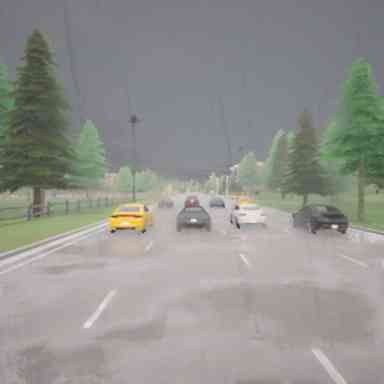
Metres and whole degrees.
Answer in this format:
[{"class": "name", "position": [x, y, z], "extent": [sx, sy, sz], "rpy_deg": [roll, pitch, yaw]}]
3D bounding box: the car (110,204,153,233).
[{"class": "car", "position": [-3.395, 1.444, 19.423], "extent": [1.882, 1.535, 5.008], "rpy_deg": [0, 0, 0]}]

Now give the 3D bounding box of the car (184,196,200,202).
[{"class": "car", "position": [0.031, 1.272, 45.706], "extent": [2.097, 1.767, 4.553], "rpy_deg": [0, 0, 0]}]

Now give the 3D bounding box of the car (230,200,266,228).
[{"class": "car", "position": [3.591, 1.488, 21.681], "extent": [1.812, 1.442, 4.674], "rpy_deg": [0, 0, 0]}]

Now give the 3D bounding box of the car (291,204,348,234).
[{"class": "car", "position": [7.104, 1.472, 18.962], "extent": [1.837, 1.490, 4.892], "rpy_deg": [0, 0, 0]}]

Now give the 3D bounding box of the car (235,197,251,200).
[{"class": "car", "position": [7.028, 1.399, 45.273], "extent": [1.882, 1.535, 5.008], "rpy_deg": [0, 0, 0]}]

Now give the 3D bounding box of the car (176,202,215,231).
[{"class": "car", "position": [0.104, 1.529, 20.165], "extent": [1.994, 1.385, 4.181], "rpy_deg": [0, 0, 0]}]

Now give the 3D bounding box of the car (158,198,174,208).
[{"class": "car", "position": [-3.475, 1.523, 45.311], "extent": [1.895, 1.301, 4.718], "rpy_deg": [0, 0, 0]}]

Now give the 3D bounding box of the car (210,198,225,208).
[{"class": "car", "position": [3.543, 1.483, 46.989], "extent": [1.994, 1.385, 4.181], "rpy_deg": [0, 0, 1]}]
